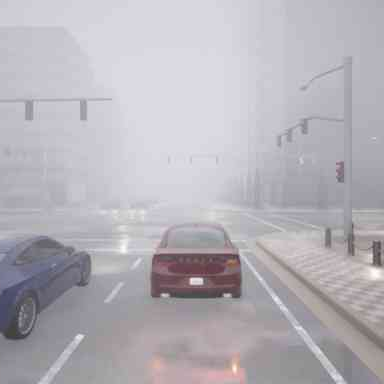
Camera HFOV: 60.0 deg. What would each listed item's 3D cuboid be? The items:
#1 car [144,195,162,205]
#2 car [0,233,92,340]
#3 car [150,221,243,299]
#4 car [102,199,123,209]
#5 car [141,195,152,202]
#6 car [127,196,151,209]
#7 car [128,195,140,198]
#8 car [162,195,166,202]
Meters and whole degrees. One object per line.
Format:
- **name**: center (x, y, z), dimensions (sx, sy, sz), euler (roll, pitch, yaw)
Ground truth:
- **car**: center (-6.955, 1.520, 59.305), dimensions (1.812, 1.442, 4.674), euler (0, 0, 0)
- **car**: center (-3.417, 1.525, 6.407), dimensions (1.812, 1.442, 4.674), euler (0, 0, 0)
- **car**: center (0.097, 1.477, 8.535), dimensions (1.882, 1.535, 5.008), euler (0, 0, 0)
- **car**: center (-10.506, 1.596, 44.227), dimensions (1.895, 1.301, 4.718), euler (0, 0, 0)
- **car**: center (-10.350, 1.490, 75.823), dimensions (1.837, 1.490, 4.892), euler (0, 0, 0)
- **car**: center (-6.982, 1.596, 44.203), dimensions (1.895, 1.301, 4.718), euler (0, 0, -1)
- **car**: center (-10.442, 1.345, 60.773), dimensions (2.097, 1.767, 4.553), euler (0, 0, 1)
- **car**: center (-6.853, 1.517, 74.396), dimensions (2.128, 1.511, 4.902), euler (0, 0, 0)
